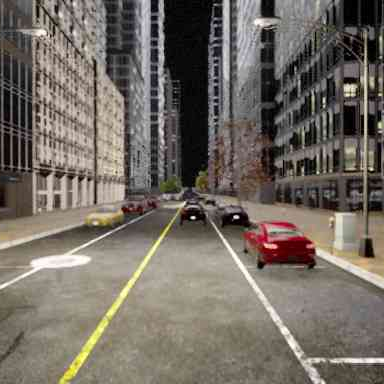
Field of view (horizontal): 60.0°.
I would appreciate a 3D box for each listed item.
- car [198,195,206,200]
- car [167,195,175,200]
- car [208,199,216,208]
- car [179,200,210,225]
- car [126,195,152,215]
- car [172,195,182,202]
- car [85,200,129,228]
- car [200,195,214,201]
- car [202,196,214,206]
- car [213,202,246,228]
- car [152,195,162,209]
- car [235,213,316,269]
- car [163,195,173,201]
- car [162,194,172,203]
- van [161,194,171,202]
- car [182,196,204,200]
[{"bbox_3d":[2.653,1.474,90.557,1.887,1.381,4.507,0,0,0],"label":"car"},{"bbox_3d":[-5.727,1.496,90.562,1.947,1.339,4.313,0,0,0],"label":"car"},{"bbox_3d":[2.676,1.546,27.939,2.008,1.369,4.403,0,0,0],"label":"car"},{"bbox_3d":[0.081,1.522,24.065,1.812,1.442,4.674,0,0,0],"label":"car"},{"bbox_3d":[-5.708,1.308,33.639,2.192,1.841,5.009,0,0,0],"label":"car"},{"bbox_3d":[-3.029,1.342,72.455,2.128,1.511,4.902,0,0,0],"label":"car"},{"bbox_3d":[-5.703,1.523,22.086,1.752,1.417,4.829,0,0,0],"label":"car"},{"bbox_3d":[2.668,1.530,50.708,2.008,1.369,4.403,0,0,0],"label":"car"},{"bbox_3d":[2.665,1.500,56.571,1.752,1.417,4.829,0,0,0],"label":"car"},{"bbox_3d":[2.678,1.563,22.246,1.947,1.339,4.313,0,0,0],"label":"car"},{"bbox_3d":[-5.712,1.300,45.024,2.192,1.841,5.009,0,0,0],"label":"car"},{"bbox_3d":[2.682,1.581,10.863,1.802,1.307,4.206,0,0,0],"label":"car"},{"bbox_3d":[-5.723,1.515,79.178,1.947,1.339,4.313,0,0,0],"label":"car"},{"bbox_3d":[-5.720,1.404,67.793,1.967,1.590,4.097,0,0,0],"label":"car"},{"bbox_3d":[-5.722,1.298,73.484,1.690,1.788,3.998,0,0,0],"label":"van"},{"bbox_3d":[0.084,1.534,42.142,2.033,1.411,5.357,0,0,0],"label":"car"}]
